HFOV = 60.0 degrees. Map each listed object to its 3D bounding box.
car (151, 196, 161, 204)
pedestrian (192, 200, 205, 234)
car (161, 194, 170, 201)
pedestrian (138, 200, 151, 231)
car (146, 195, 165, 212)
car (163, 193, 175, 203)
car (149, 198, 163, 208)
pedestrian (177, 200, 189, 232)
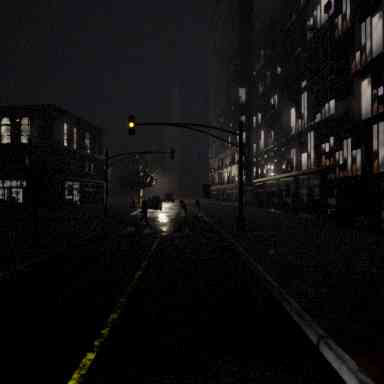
[{"bbox_3d":[-6.963,1.489,63.967,1.837,1.490,4.892,0,0,-7],"label":"car"},{"bbox_3d":[0.331,1.296,17.733,0.375,1.860,0.375,1,-1,-2],"label":"pedestrian"},{"bbox_3d":[-6.366,1.336,79.426,1.812,1.442,4.674,0,0,-10],"label":"car"},{"bbox_3d":[-2.714,1.294,18.976,0.375,1.860,0.375,1,-1,-2],"label":"pedestrian"},{"bbox_3d":[-4.451,1.471,39.338,1.882,1.535,5.008,0,0,-5],"label":"car"},{"bbox_3d":[-4.824,1.208,69.158,2.150,2.045,5.566,0,0,-8],"label":"car"},{"bbox_3d":[-5.348,1.590,49.392,1.895,1.301,4.718,0,0,-6],"label":"car"},{"bbox_3d":[-0.506,1.296,18.597,0.375,1.860,0.375,1,-1,-2],"label":"pedestrian"}]
